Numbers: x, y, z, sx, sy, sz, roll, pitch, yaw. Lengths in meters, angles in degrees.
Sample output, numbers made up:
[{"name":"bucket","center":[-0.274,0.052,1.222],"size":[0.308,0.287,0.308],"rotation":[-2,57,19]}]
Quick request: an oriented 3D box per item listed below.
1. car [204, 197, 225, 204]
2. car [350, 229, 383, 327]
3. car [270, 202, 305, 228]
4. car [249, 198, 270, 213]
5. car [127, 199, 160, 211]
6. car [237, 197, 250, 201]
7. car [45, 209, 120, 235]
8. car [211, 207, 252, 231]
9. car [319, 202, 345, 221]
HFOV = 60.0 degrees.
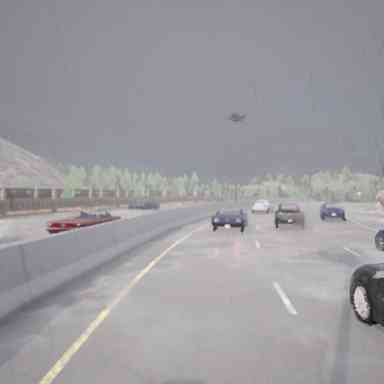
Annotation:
[{"name":"car","center":[3.593,1.552,52.841],"size":[2.128,1.511,4.902],"rotation":[0,0,28]},{"name":"car","center":[3.781,1.530,4.256],"size":[1.837,1.490,4.892],"rotation":[0,0,2]},{"name":"car","center":[6.538,1.546,22.547],"size":[2.128,1.511,4.902],"rotation":[0,0,14]},{"name":"car","center":[8.049,1.600,37.616],"size":[1.812,1.442,4.674],"rotation":[0,0,23]},{"name":"car","center":[-5.867,1.544,41.222],"size":[2.033,1.411,5.357],"rotation":[0,0,22]},{"name":"car","center":[8.780,1.569,55.203],"size":[1.882,1.535,5.008],"rotation":[0,0,28]},{"name":"car","center":[-5.519,1.581,17.398],"size":[1.895,1.301,4.718],"rotation":[0,0,10]},{"name":"car","center":[2.477,1.631,20.782],"size":[1.895,1.301,4.718],"rotation":[0,0,13]},{"name":"car","center":[11.988,1.616,28.516],"size":[1.812,1.442,4.674],"rotation":[0,0,19]}]
